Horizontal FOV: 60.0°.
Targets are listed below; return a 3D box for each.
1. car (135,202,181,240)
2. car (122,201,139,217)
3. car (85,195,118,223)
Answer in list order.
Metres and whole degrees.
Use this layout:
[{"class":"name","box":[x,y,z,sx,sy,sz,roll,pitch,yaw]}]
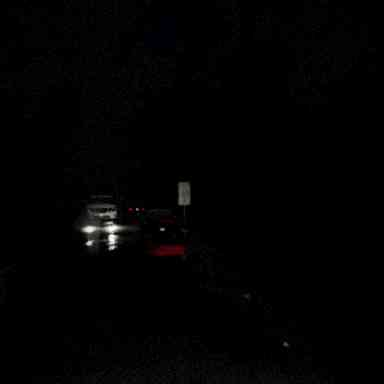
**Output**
[{"class":"car","box":[-1.807,1.511,17.306,1.882,1.535,5.008,0,0,-11]},{"class":"car","box":[-5.650,1.607,32.214,2.033,1.411,5.357,0,0,-17]},{"class":"car","box":[-7.061,1.252,25.931,2.150,2.045,5.566,0,0,-16]}]
